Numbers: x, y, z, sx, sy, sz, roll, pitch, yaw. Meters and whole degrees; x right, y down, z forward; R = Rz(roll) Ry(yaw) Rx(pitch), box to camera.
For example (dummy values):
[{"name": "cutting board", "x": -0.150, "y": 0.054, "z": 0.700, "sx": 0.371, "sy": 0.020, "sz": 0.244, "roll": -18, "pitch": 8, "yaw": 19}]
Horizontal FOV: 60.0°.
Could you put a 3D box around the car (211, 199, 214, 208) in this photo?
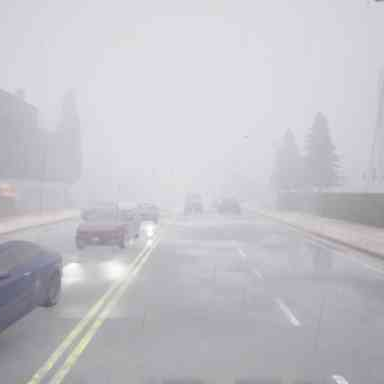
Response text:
[{"name": "car", "x": 3.774, "y": 1.475, "z": 47.226, "sx": 1.994, "sy": 1.385, "sz": 4.181, "roll": 0, "pitch": 0, "yaw": 1}]

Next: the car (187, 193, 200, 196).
[{"name": "car", "x": 0.257, "y": 1.136, "z": 46.171, "sx": 2.150, "sy": 2.045, "sz": 5.566, "roll": 0, "pitch": 0, "yaw": 1}]

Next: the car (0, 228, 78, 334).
[{"name": "car", "x": -3.569, "y": 1.515, "z": 5.221, "sx": 1.812, "sy": 1.442, "sz": 4.674, "roll": 0, "pitch": 0, "yaw": 0}]

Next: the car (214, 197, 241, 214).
[{"name": "car", "x": 3.676, "y": 1.288, "z": 34.010, "sx": 2.097, "sy": 1.767, "sz": 4.553, "roll": 0, "pitch": 0, "yaw": 1}]

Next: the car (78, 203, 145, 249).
[{"name": "car", "x": -3.495, "y": 1.449, "z": 14.614, "sx": 1.882, "sy": 1.535, "sz": 5.008, "roll": 0, "pitch": 0, "yaw": 1}]

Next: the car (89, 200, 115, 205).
[{"name": "car", "x": -6.875, "y": 1.295, "z": 25.479, "sx": 2.033, "sy": 1.411, "sz": 5.357, "roll": 0, "pitch": 0, "yaw": 0}]

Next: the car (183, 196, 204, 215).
[{"name": "car", "x": 0.168, "y": 1.442, "z": 33.498, "sx": 1.837, "sy": 1.490, "sz": 4.892, "roll": 0, "pitch": 0, "yaw": 0}]

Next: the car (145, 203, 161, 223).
[{"name": "car", "x": -3.380, "y": 1.517, "z": 24.497, "sx": 1.994, "sy": 1.385, "sz": 4.181, "roll": 0, "pitch": 0, "yaw": 0}]
